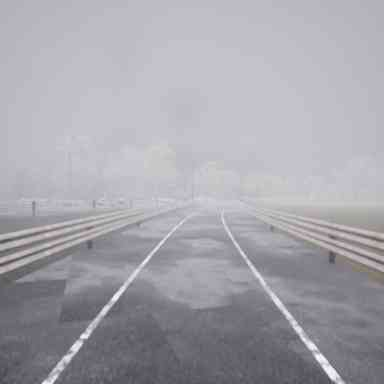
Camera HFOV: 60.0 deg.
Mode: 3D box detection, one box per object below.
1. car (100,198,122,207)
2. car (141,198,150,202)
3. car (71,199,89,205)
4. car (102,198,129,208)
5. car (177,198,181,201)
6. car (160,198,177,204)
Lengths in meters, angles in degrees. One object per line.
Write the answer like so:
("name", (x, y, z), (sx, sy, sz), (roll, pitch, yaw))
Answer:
("car", (-14.713, 1.866, 60.879), (1.812, 1.442, 4.674), (0, -1, 16))
("car", (-11.847, 2.220, 81.150), (1.994, 1.385, 4.181), (0, -1, 19))
("car", (-19.228, 1.864, 58.054), (1.994, 1.385, 4.181), (0, -1, 16))
("car", (-12.506, 1.817, 56.101), (2.033, 1.411, 5.357), (0, -1, 16))
("car", (-4.614, 2.305, 91.418), (2.128, 1.511, 4.902), (0, -1, 20))
("car", (-5.910, 2.101, 76.827), (1.837, 1.490, 4.892), (0, -1, 18))
